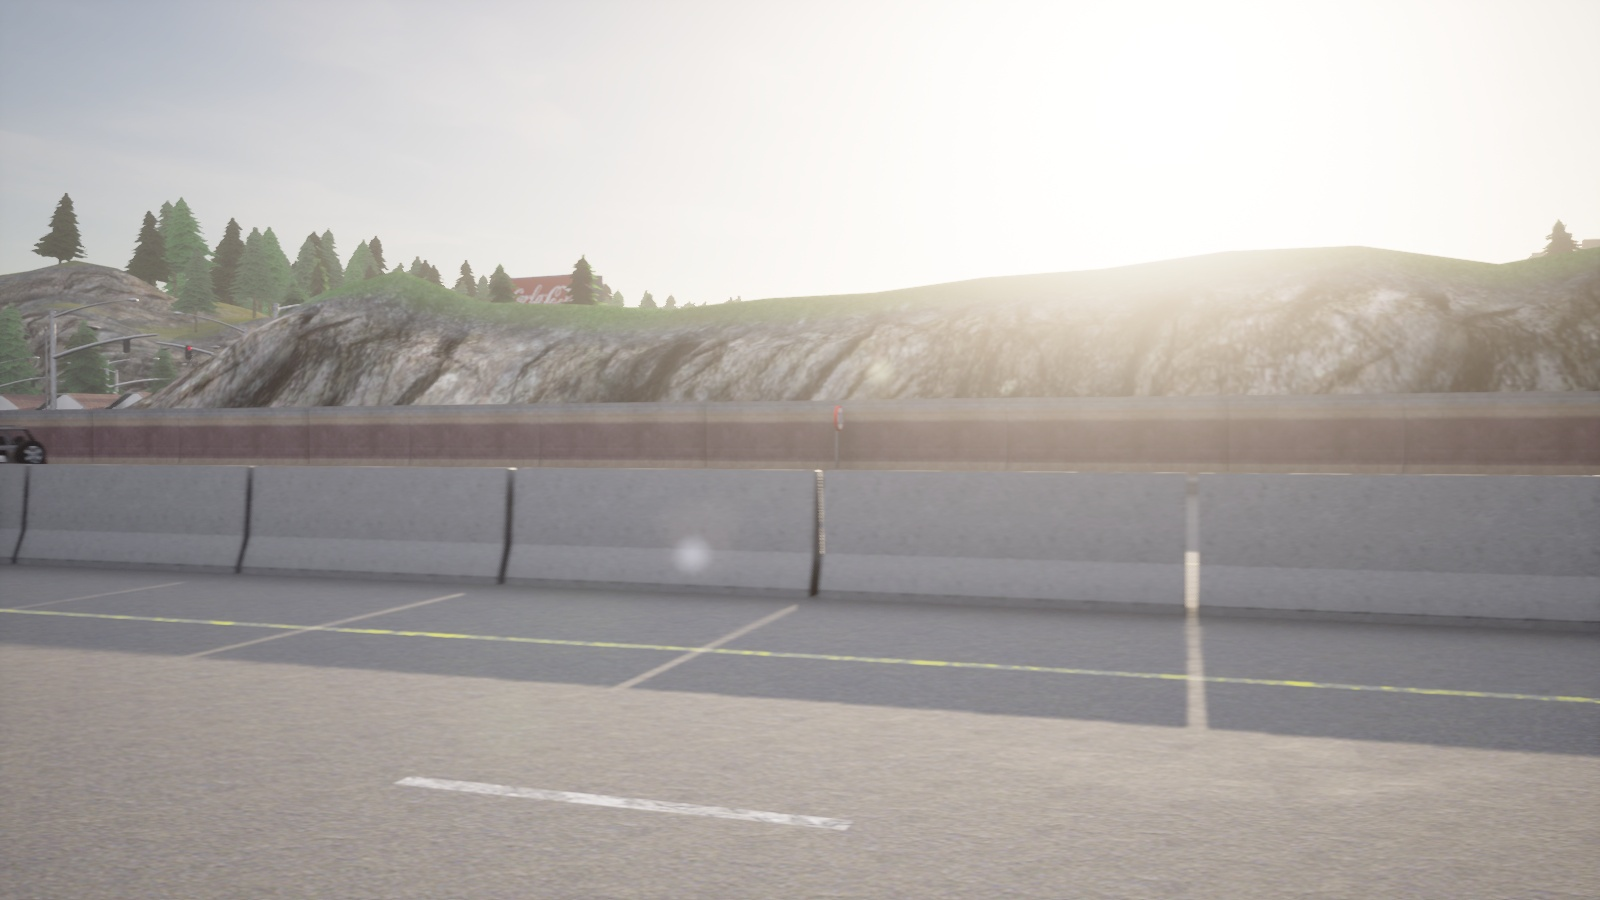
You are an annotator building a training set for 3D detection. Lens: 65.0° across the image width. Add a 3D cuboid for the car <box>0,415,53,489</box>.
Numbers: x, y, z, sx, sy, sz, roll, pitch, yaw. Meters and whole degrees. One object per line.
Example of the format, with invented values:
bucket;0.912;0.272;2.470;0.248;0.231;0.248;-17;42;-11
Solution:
car;-22.123;0.034;32.791;4.605;1.855;1.932;0;1;19
